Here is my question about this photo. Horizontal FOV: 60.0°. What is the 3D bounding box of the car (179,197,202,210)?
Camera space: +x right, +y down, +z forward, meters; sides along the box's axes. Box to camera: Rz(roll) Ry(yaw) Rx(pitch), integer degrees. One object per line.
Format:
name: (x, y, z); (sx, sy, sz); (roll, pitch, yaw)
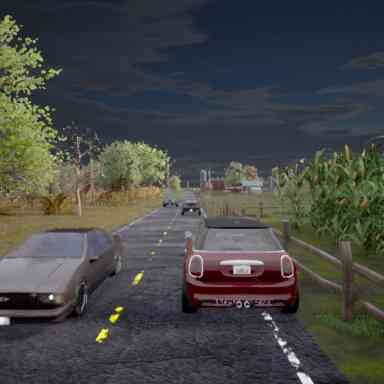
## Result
car: (-0.075, 1.483, 33.890); (1.837, 1.490, 4.892); (0, 0, 0)

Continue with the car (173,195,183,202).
car: (-3.044, 1.467, 71.938); (1.994, 1.385, 4.181); (0, 0, 0)

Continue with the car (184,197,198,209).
car: (-0.124, 1.468, 45.911); (1.837, 1.490, 4.892); (0, 0, 0)

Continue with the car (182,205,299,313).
car: (0.871, 1.350, 7.808); (2.097, 1.767, 4.553); (0, 0, 0)

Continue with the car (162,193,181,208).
car: (-3.046, 1.180, 48.309); (2.150, 2.045, 5.566); (0, 0, 0)

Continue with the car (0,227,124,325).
car: (-2.879, 1.547, 7.648); (2.033, 1.411, 5.357); (0, 0, 0)
